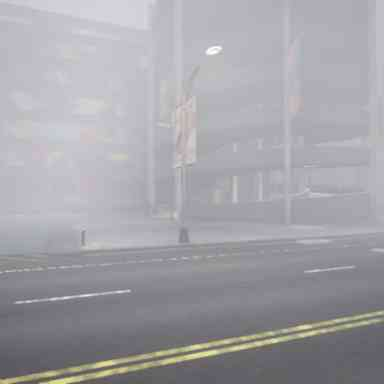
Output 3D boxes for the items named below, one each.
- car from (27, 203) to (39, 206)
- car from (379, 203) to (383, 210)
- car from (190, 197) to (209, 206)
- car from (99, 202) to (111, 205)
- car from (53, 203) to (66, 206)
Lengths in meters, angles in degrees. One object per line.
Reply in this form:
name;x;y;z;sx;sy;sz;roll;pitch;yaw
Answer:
car;-26.412;2.343;55.099;2.161;1.482;4.786;0;-1;-22
car;31.510;2.327;58.158;2.128;1.511;4.902;0;-1;-19
car;1.362;2.070;66.711;2.435;2.045;5.566;0;-1;-22
car;-15.492;2.427;59.036;1.895;1.301;4.718;0;-1;-22
car;-18.043;2.076;45.318;2.002;1.452;4.674;0;-1;-22
